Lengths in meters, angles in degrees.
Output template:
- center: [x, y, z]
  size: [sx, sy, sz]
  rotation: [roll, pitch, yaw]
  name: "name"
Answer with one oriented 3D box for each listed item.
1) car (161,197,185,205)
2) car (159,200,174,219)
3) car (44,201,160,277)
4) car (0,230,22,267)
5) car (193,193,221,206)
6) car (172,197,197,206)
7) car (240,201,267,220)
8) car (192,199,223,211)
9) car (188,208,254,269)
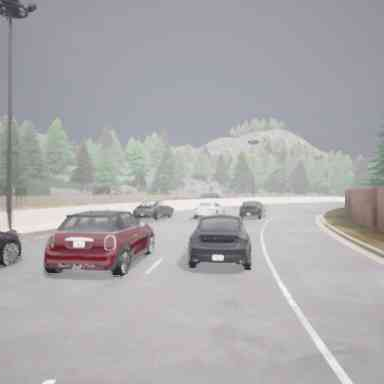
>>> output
- center: [-3.274, 1.522, 58.970]
  size: [1.895, 1.301, 4.718]
  rotation: [0, 0, 33]
  name: "car"
- center: [-2.896, 1.447, 26.160]
  size: [2.128, 1.511, 4.902]
  rotation: [0, 0, 16]
  name: "car"
- center: [-2.598, 1.325, 10.428]
  size: [2.097, 1.767, 4.553]
  rotation: [0, 0, 6]
  name: "car"
- center: [-6.343, 1.443, 8.394]
  size: [2.128, 1.511, 4.902]
  rotation: [0, 0, 5]
  name: "car"
- center: [2.512, 1.179, 54.986]
  size: [2.150, 2.045, 5.566]
  rotation: [0, 0, 33]
  name: "car"
- center: [-1.174, 1.538, 55.769]
  size: [1.895, 1.301, 4.718]
  rotation: [0, 0, 32]
  name: "car"
- center: [5.280, 1.510, 28.729]
  size: [1.837, 1.490, 4.892]
  rotation: [0, 0, 19]
  name: "car"
- center: [1.496, 1.507, 28.552]
  size: [1.812, 1.442, 4.674]
  rotation: [0, 0, 18]
  name: "car"
- center: [1.011, 1.500, 11.239]
  size: [1.837, 1.490, 4.892]
  rotation: [0, 0, 8]
  name: "car"
